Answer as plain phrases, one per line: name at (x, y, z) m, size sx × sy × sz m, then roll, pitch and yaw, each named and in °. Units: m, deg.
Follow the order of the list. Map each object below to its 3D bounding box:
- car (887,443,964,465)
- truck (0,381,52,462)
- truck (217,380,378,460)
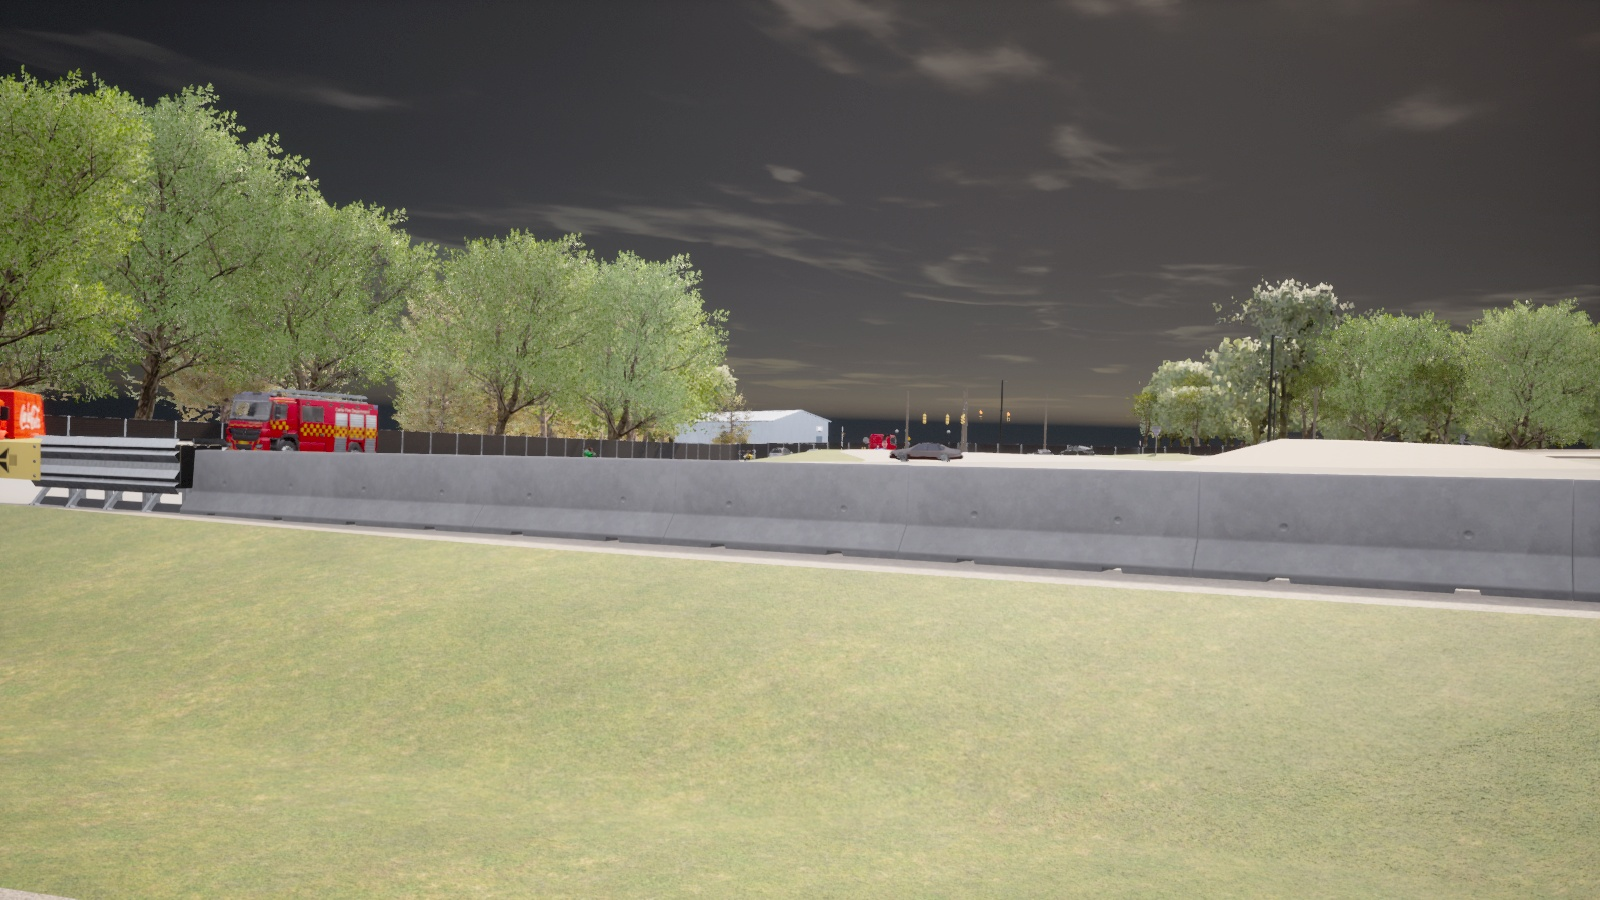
car at (9.043, 0.263, 90.193) m, size 5.357 × 1.411 × 2.033 m, roll 2°, pitch 0°, yaw 9°
truck at (-26.129, -0.893, 40.212) m, size 2.627 × 2.467 × 5.204 m, roll 1°, pitch 0°, yaw -18°
truck at (-27.359, -1.520, 68.865) m, size 2.891 × 3.827 × 8.468 m, roll 3°, pitch 0°, yaw 23°
